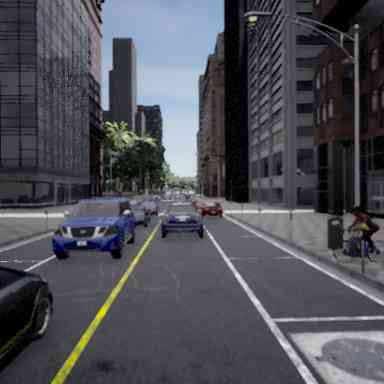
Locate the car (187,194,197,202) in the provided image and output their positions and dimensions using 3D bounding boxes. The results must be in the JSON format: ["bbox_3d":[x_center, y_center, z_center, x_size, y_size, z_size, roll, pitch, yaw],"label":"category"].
[{"bbox_3d":[-0.066,1.364,78.797,2.192,1.841,5.009,-1,0,-2],"label":"car"}]

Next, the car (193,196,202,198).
[{"bbox_3d":[1.312,1.528,41.017,1.752,1.417,4.829,-1,0,-2],"label":"car"}]

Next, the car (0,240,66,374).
[{"bbox_3d":[-3.189,1.588,3.737,1.994,1.385,4.181,0,0,-2],"label":"car"}]

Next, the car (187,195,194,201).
[{"bbox_3d":[-0.458,1.627,89.640,1.947,1.339,4.313,-1,0,-2],"label":"car"}]

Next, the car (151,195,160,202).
[{"bbox_3d":[-8.585,1.551,78.503,1.967,1.590,4.097,-1,0,-2],"label":"car"}]

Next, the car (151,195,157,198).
[{"bbox_3d":[-7.797,1.398,56.813,2.192,1.841,5.009,-1,0,-2],"label":"car"}]

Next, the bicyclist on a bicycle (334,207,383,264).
[{"bbox_3d":[4.877,1.266,9.561,1.656,1.620,0.582,0,0,-2],"label":"bicyclist on a bicycle"}]

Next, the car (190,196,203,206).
[{"bbox_3d":[0.724,1.460,57.111,1.967,1.590,4.097,-1,0,-2],"label":"car"}]

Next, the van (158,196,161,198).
[{"bbox_3d":[-8.388,1.445,73.080,1.690,1.788,3.998,-1,0,-2],"label":"van"}]

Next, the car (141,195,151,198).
[{"bbox_3d":[-7.402,1.385,45.968,2.192,1.841,5.009,-1,0,-2],"label":"car"}]

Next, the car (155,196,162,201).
[{"bbox_3d":[-8.978,1.705,89.348,1.802,1.307,4.206,-1,0,-2],"label":"car"}]

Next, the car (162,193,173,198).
[{"bbox_3d":[-5.807,1.380,78.200,2.128,1.511,4.902,0,0,-2],"label":"car"}]

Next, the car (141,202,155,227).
[{"bbox_3d":[-3.876,1.596,22.674,1.994,1.385,4.181,0,0,-2],"label":"car"}]

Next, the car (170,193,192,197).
[{"bbox_3d":[-1.440,1.375,43.484,2.097,1.767,4.553,0,0,-2],"label":"car"}]

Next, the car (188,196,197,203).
[{"bbox_3d":[0.127,1.567,73.545,1.752,1.417,4.829,-1,0,-2],"label":"car"}]

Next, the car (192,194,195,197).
[{"bbox_3d":[0.922,1.454,51.689,1.967,1.590,4.097,-1,0,-2],"label":"car"}]

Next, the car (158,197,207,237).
[{"bbox_3d":[-0.531,1.358,18.173,2.097,1.767,4.553,0,0,-2],"label":"car"}]

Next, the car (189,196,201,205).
[{"bbox_3d":[0.527,1.572,62.533,1.887,1.381,4.507,-1,0,-2],"label":"car"}]

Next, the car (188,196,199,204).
[{"bbox_3d":[0.331,1.585,67.954,2.008,1.369,4.403,-1,0,-2],"label":"car"}]

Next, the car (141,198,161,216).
[{"bbox_3d":[-4.203,1.602,32.689,1.994,1.385,4.181,0,0,-2],"label":"car"}]

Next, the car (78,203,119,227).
[{"bbox_3d":[-6.603,1.578,24.108,1.752,1.417,4.829,-1,0,-2],"label":"car"}]

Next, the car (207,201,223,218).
[{"bbox_3d":[1.713,1.538,30.004,1.887,1.381,4.507,-1,0,-2],"label":"car"}]

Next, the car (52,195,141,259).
[{"bbox_3d":[-3.537,1.249,13.107,2.150,2.045,5.566,0,0,-2],"label":"car"}]
